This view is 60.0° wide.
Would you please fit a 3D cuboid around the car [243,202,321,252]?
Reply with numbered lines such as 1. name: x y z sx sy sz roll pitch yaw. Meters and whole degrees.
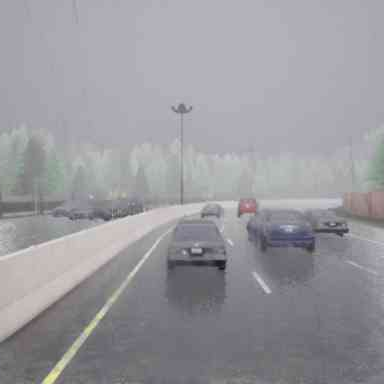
1. car: 3.720 1.499 14.703 2.097 1.767 4.553 0 -1 1

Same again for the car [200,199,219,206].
1. car: 3.960 2.262 74.998 2.128 1.511 4.902 0 -1 32

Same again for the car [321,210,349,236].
1. car: 7.377 1.744 19.604 2.033 1.411 5.357 0 -1 3

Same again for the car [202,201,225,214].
1. car: 2.175 1.885 33.965 2.033 1.411 5.357 0 -1 12

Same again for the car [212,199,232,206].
1. car: 6.542 2.258 72.562 2.033 1.411 5.357 0 -1 32

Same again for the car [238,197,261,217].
1. car: 6.191 1.580 35.872 2.150 2.045 5.566 0 0 13

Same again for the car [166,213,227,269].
1. car: 0.148 1.663 11.523 2.033 1.411 5.357 0 -1 1

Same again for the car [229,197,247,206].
1. car: 9.829 2.062 71.195 2.097 1.767 4.553 0 -1 32
